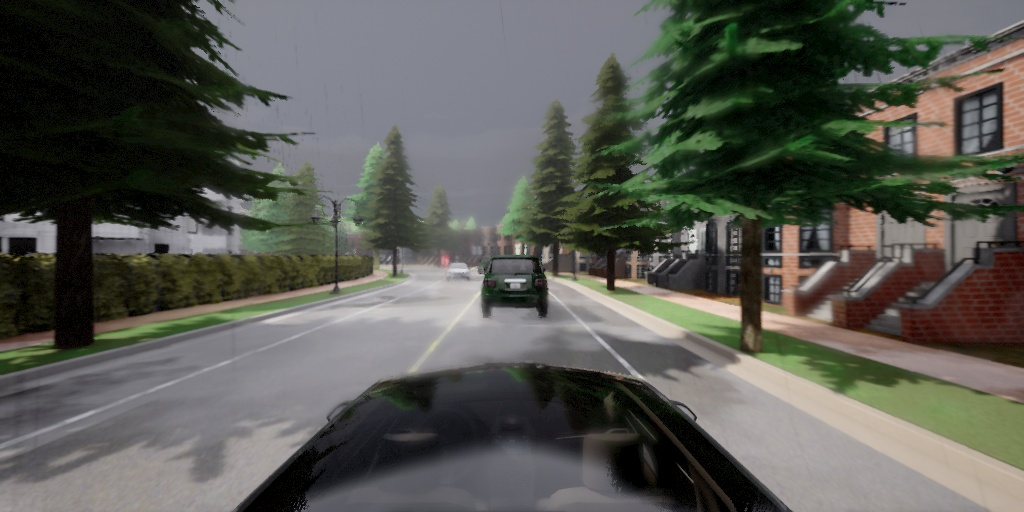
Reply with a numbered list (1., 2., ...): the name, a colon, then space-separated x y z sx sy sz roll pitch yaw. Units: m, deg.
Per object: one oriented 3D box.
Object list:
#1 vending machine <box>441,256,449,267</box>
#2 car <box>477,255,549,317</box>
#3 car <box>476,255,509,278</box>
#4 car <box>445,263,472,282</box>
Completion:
1. vending machine: -11.611 0.936 62.298 0.880 2.100 1.100 0 0 44
2. car: 0.100 0.970 13.228 2.150 2.045 5.566 0 0 0
3. car: -2.025 0.966 36.063 2.150 2.045 5.566 0 0 -16
4. car: -4.340 1.271 29.176 1.812 1.442 4.674 0 0 -10
